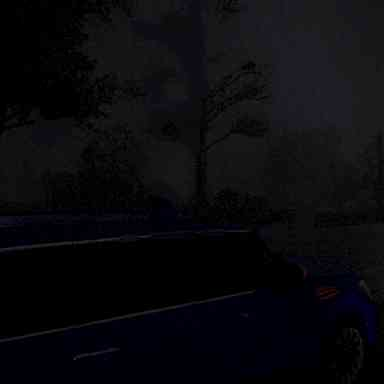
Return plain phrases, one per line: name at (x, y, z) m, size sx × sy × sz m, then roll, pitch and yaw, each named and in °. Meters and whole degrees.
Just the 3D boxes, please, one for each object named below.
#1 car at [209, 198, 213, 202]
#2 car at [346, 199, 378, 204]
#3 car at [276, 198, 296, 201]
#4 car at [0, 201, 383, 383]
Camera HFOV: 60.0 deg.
car at (5.325, 1.755, 67.923) m, size 2.033 × 1.411 × 5.357 m, roll 0°, pitch -1°, yaw -23°
car at (19.750, 1.526, 37.917) m, size 1.812 × 1.442 × 4.674 m, roll 0°, pitch 0°, yaw -29°
car at (14.100, 1.560, 48.578) m, size 1.812 × 1.442 × 4.674 m, roll 0°, pitch 0°, yaw -26°
car at (-0.334, 1.221, 3.462) m, size 5.566 × 2.045 × 2.150 m, roll 0°, pitch 0°, yaw -36°
